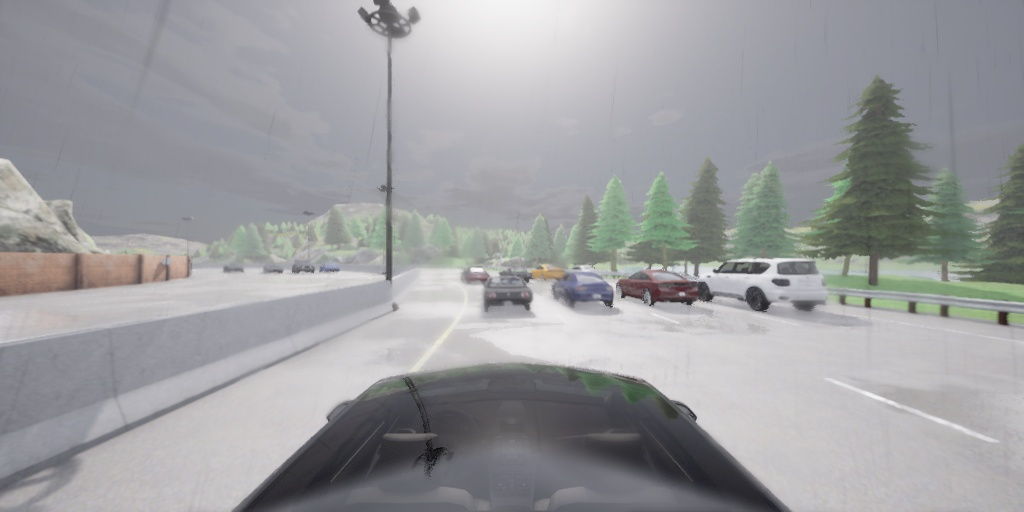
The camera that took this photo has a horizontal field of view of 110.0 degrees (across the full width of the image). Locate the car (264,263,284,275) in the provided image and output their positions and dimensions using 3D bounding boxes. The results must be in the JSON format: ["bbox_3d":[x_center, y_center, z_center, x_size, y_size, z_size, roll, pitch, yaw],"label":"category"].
[{"bbox_3d":[-32.735,1.774,49.287,1.837,1.490,4.892,1,-1,-41],"label":"car"}]

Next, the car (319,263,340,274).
[{"bbox_3d":[-27.356,1.795,53.756,1.882,1.535,5.008,1,-1,-41],"label":"car"}]

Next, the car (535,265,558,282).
[{"bbox_3d":[3.231,1.579,33.902,1.882,1.535,5.008,0,0,-17],"label":"car"}]

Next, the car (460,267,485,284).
[{"bbox_3d":[-3.262,1.637,31.234,1.994,1.385,4.181,0,-1,-17],"label":"car"}]

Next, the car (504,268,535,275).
[{"bbox_3d":[0.157,1.682,32.044,1.895,1.301,4.718,0,-1,-17],"label":"car"}]

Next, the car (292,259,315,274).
[{"bbox_3d":[-30.015,1.516,51.571,2.150,2.045,5.566,1,0,-40],"label":"car"}]

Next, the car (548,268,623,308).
[{"bbox_3d":[3.105,1.434,16.236,1.812,1.442,4.674,0,0,-6],"label":"car"}]

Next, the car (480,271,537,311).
[{"bbox_3d":[-0.318,1.500,15.383,1.895,1.301,4.718,0,-1,-5],"label":"car"}]

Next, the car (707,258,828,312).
[{"bbox_3d":[10.234,1.124,15.329,2.150,2.045,5.566,0,0,-4],"label":"car"}]

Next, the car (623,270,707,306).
[{"bbox_3d":[6.560,1.392,16.801,1.882,1.535,5.008,0,0,-6],"label":"car"}]

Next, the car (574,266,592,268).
[{"bbox_3d":[6.717,1.633,34.476,1.812,1.442,4.674,0,0,-17],"label":"car"}]
